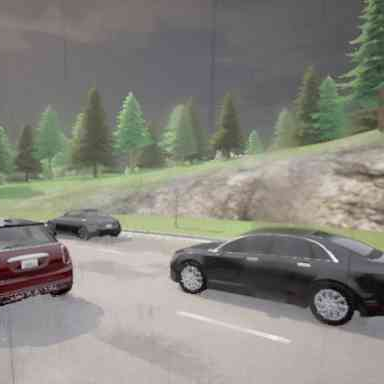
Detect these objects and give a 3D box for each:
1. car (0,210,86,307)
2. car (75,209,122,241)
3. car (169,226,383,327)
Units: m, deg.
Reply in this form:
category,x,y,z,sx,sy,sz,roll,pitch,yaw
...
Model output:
category,x,y,z,sx,sy,sz,roll,pitch,yaw
car,-4.711,1.332,7.352,4.553,1.767,2.097,0,0,36
car,-5.454,1.530,16.512,4.181,1.385,1.994,0,0,36
car,1.701,1.498,7.075,4.892,1.490,1.837,0,0,35
